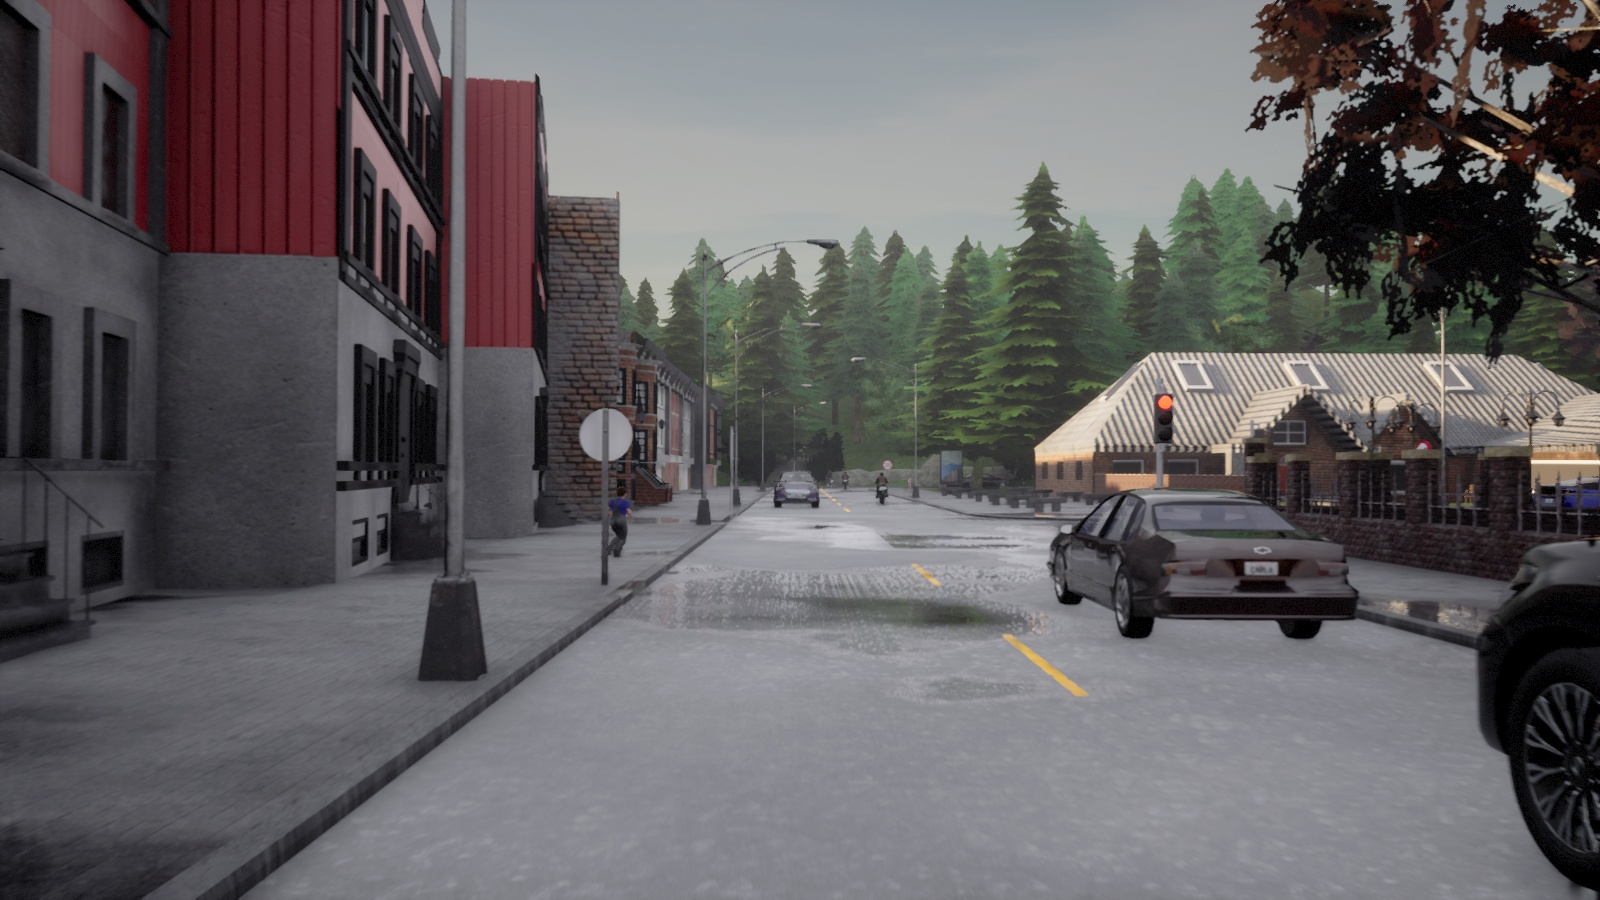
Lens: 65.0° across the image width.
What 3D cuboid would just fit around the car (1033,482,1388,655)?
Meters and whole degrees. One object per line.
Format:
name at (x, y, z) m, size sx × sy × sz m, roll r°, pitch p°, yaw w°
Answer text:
car at (3.960, 1.069, 13.291) m, size 2.033 × 1.411 × 5.357 m, roll 0°, pitch -1°, yaw 0°

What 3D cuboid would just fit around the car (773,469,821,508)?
car at (-0.135, 1.673, 55.404) m, size 2.033 × 1.649 × 4.856 m, roll 0°, pitch -1°, yaw 0°

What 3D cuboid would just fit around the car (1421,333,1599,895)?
car at (3.995, 0.569, 3.077) m, size 2.150 × 2.045 × 5.566 m, roll 0°, pitch -1°, yaw 0°

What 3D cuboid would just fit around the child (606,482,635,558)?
child at (-3.011, 1.164, 21.072) m, size 0.270 × 1.263 × 0.437 m, roll -1°, pitch -1°, yaw 25°

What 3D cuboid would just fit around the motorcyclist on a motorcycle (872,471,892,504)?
motorcyclist on a motorcycle at (3.857, 1.774, 59.324) m, size 0.797 × 1.523 × 2.044 m, roll 0°, pitch -1°, yaw 0°

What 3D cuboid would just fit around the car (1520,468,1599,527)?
car at (21.906, 1.230, 33.247) m, size 4.514 × 1.525 × 2.007 m, roll 0°, pitch -1°, yaw -1°
